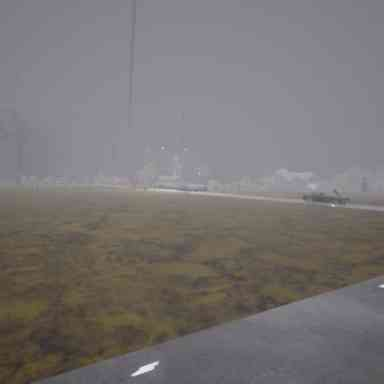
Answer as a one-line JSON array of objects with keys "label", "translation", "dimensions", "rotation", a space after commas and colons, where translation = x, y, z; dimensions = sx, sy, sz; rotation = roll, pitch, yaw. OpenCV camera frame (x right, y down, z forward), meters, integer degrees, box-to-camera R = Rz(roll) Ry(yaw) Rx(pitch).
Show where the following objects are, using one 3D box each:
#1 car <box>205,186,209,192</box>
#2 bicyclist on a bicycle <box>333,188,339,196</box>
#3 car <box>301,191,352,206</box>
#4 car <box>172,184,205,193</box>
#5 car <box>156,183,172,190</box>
[{"label": "car", "translation": [0.777, -0.681, 57.345], "dimensions": [2.033, 1.411, 5.357], "rotation": [1, 2, -34]}, {"label": "bicyclist on a bicycle", "translation": [17.011, 0.405, 39.529], "dimensions": [1.656, 1.620, 0.582], "rotation": [0, 2, -35]}, {"label": "car", "translation": [13.665, 0.622, 33.864], "dimensions": [1.895, 1.301, 4.718], "rotation": [1, 2, -35]}, {"label": "car", "translation": [-0.651, -0.641, 54.409], "dimensions": [2.033, 1.411, 5.357], "rotation": [1, 2, -35]}, {"label": "car", "translation": [-5.178, -1.154, 65.787], "dimensions": [2.033, 1.411, 5.357], "rotation": [1, 2, -35]}]
